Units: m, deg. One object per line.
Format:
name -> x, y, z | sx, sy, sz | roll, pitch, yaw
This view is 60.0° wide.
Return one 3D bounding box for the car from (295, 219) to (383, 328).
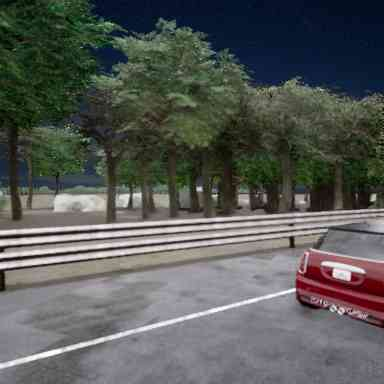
car -> 4.164, 1.347, 6.564 | 4.553, 1.767, 2.097 | 0, 0, -34
